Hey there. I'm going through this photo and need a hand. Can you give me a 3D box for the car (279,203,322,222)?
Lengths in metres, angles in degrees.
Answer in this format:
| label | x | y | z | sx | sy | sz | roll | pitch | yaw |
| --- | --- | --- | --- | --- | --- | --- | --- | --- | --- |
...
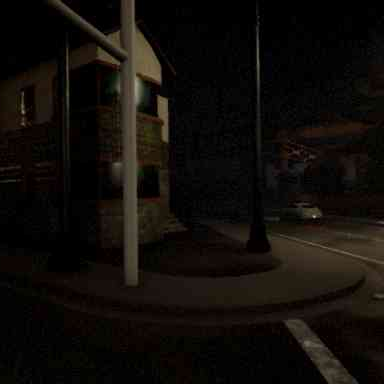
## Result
| label | x | y | z | sx | sy | sz | roll | pitch | yaw |
| --- | --- | --- | --- | --- | --- | --- | --- | --- | --- |
| car | 8.668 | 1.617 | 26.900 | 1.812 | 1.442 | 4.674 | -1 | 0 | -10 |
